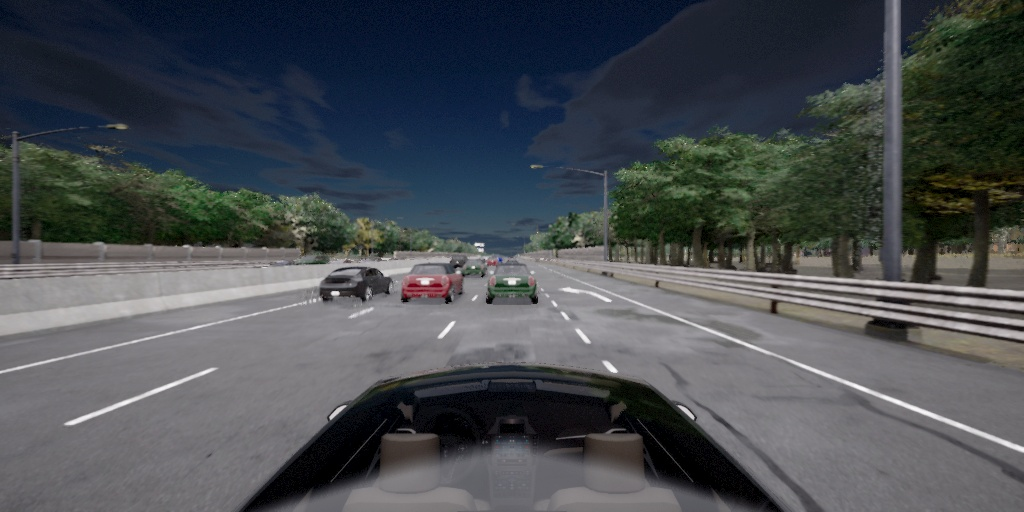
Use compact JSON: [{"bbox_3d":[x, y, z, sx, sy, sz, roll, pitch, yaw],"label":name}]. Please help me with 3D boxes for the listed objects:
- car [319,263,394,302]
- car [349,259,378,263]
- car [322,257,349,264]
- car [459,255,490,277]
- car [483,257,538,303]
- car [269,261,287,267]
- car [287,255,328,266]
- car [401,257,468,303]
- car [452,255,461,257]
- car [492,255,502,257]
[{"bbox_3d":[-6.992,1.233,16.618,1.837,1.490,4.892,0,0,0],"label":"car"},{"bbox_3d":[-17.539,1.173,43.971,2.128,1.511,4.902,0,0,1],"label":"car"},{"bbox_3d":[-21.032,1.206,44.304,1.812,1.442,4.674,0,0,1],"label":"car"},{"bbox_3d":[-3.485,1.055,34.427,2.097,1.767,4.553,0,0,0],"label":"car"},{"bbox_3d":[0.006,1.079,16.563,2.097,1.767,4.553,0,0,0],"label":"car"},{"bbox_3d":[-28.026,1.244,44.313,1.994,1.385,4.181,0,0,1],"label":"car"},{"bbox_3d":[-24.532,0.898,44.035,2.150,2.045,5.566,0,0,1],"label":"car"},{"bbox_3d":[-3.494,1.079,16.565,2.097,1.767,4.553,0,0,0],"label":"car"},{"bbox_3d":[-6.980,0.891,48.541,2.150,2.045,5.566,0,0,0],"label":"car"},{"bbox_3d":[-3.473,0.962,65.025,2.097,1.767,4.553,0,0,0],"label":"car"}]
